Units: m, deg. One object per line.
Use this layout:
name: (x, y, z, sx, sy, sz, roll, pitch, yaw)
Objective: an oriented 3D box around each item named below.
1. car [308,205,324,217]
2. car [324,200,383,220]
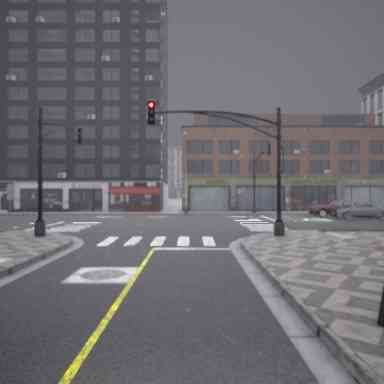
car: (13.147, 1.471, 30.143, 5.008, 1.535, 1.882, 0, 0, 1)
car: (13.403, 1.532, 26.890, 4.181, 1.385, 1.994, 0, 0, 0)
